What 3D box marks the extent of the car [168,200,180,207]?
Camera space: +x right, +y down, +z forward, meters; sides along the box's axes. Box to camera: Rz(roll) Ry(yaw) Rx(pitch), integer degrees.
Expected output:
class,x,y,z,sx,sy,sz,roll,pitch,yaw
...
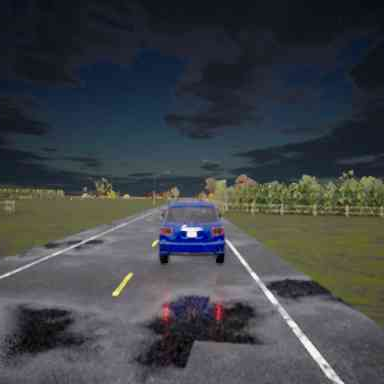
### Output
class,x,y,z,sx,sy,sz,roll,pitch,yaw
car,-3.536,2.265,65.270,1.994,1.385,4.181,0,-1,1

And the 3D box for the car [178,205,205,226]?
class,x,y,z,sx,sy,sz,roll,pitch,yaw
car,0.001,1.849,27.563,2.033,1.411,5.357,0,-1,0

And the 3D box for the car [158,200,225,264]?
class,x,y,z,sx,sy,sz,roll,pitch,yaw
car,0.006,1.363,12.588,2.150,2.045,5.566,0,0,0
